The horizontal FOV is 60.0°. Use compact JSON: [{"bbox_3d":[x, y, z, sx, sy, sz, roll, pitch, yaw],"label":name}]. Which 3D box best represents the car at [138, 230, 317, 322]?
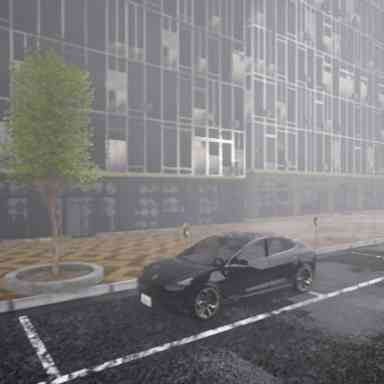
[{"bbox_3d":[0.952,1.565,7.243,4.313,1.339,1.947,0,0,-36],"label":"car"}]
